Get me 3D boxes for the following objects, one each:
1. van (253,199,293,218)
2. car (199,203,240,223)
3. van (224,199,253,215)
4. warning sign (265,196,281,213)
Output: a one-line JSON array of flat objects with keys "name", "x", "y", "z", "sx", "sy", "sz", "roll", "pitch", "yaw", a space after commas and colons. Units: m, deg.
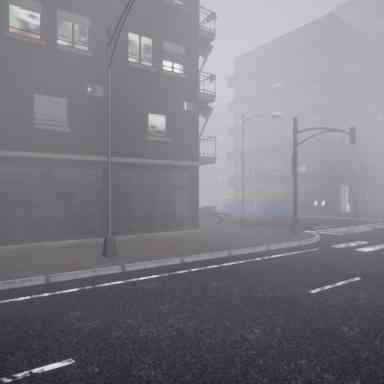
[{"name": "van", "x": 8.528, "y": 1.600, "z": 33.571, "sx": 1.690, "sy": 1.788, "sz": 3.998, "roll": -1, "pitch": 0, "yaw": -36}, {"name": "car", "x": 1.788, "y": 1.872, "z": 28.654, "sx": 1.802, "sy": 1.307, "sz": 4.206, "roll": -1, "pitch": 0, "yaw": -36}, {"name": "van", "x": 5.213, "y": 1.673, "z": 38.087, "sx": 1.690, "sy": 1.788, "sz": 3.998, "roll": -1, "pitch": 0, "yaw": -36}, {"name": "warning sign", "x": 9.019, "y": 1.397, "z": 36.960, "sx": 1.300, "sy": 1.860, "sz": 1.060, "roll": 1, "pitch": 0, "yaw": -36}]
